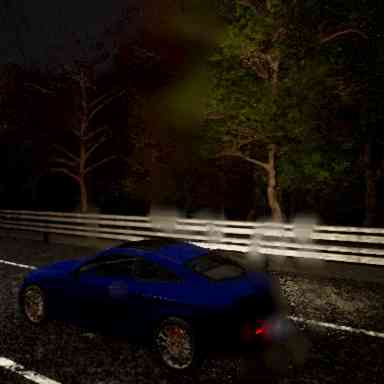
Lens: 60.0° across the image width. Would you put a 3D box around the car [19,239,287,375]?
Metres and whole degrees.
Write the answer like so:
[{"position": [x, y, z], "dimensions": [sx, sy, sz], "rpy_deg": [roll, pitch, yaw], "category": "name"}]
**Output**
[{"position": [-0.845, 1.527, 5.500], "dimensions": [4.674, 1.442, 1.812], "rpy_deg": [0, 0, 31], "category": "car"}]
